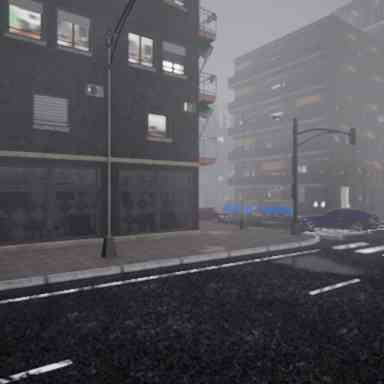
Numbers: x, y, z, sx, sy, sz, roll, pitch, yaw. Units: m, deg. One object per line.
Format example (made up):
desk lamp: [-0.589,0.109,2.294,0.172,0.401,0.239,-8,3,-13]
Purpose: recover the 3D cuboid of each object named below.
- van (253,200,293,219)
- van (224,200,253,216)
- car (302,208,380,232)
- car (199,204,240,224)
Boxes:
van: [8.521,1.707,33.546,1.690,1.788,3.998,-1,0,-36]
van: [5.208,1.780,38.064,1.690,1.788,3.998,-1,0,-36]
car: [9.607,1.792,21.765,4.674,1.442,1.812,-1,1,36]
car: [1.777,1.945,28.632,1.802,1.307,4.206,-1,0,-36]
